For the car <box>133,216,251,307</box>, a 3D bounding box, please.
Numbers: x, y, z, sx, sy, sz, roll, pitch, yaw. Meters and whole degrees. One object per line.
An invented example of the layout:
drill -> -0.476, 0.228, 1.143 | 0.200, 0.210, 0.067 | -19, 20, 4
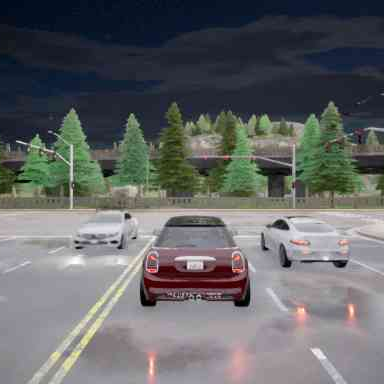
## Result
car -> 0.077, 1.352, 8.157 | 2.097, 1.767, 4.553 | 0, 0, 1

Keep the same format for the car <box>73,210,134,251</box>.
car -> -3.511, 1.526, 14.353 | 1.812, 1.442, 4.674 | 0, 0, 1

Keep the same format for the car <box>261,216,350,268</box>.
car -> 3.594, 1.526, 11.205 | 1.812, 1.442, 4.674 | 0, 0, 0
